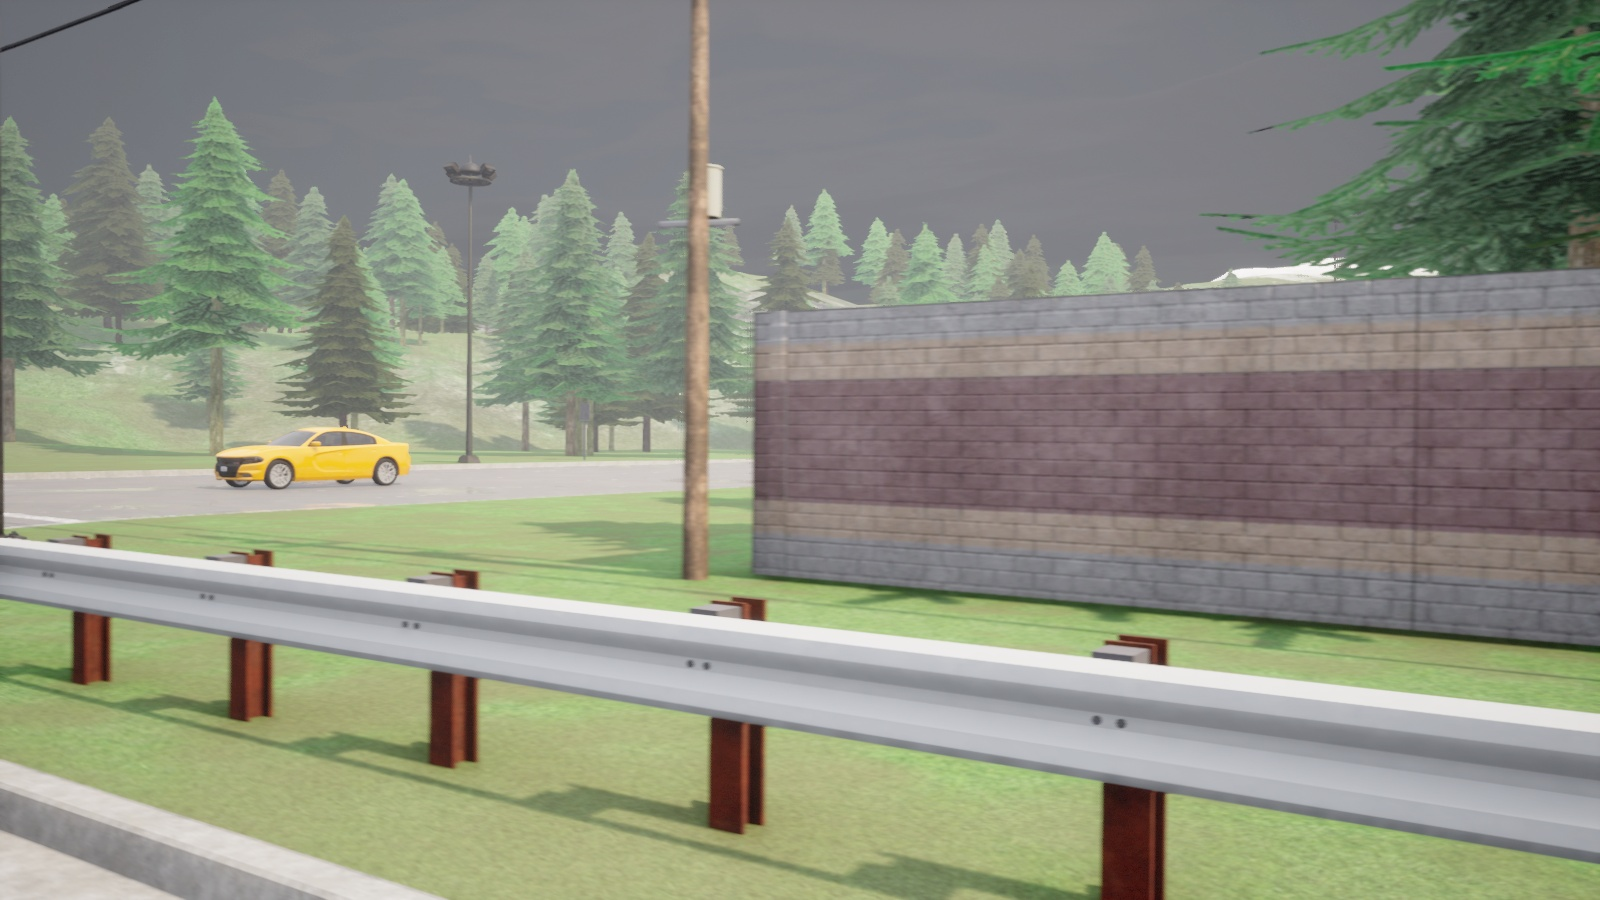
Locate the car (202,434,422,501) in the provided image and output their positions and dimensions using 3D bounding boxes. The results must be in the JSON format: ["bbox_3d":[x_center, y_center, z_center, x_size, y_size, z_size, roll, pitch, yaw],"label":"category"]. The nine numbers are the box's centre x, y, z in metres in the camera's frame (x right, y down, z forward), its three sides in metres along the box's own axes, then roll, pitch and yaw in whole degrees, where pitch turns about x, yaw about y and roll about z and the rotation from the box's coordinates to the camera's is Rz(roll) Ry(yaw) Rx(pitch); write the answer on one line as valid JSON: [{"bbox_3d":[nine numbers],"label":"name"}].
[{"bbox_3d":[-12.229,0.386,31.823,1.882,1.535,5.008,0,1,34],"label":"car"}]
